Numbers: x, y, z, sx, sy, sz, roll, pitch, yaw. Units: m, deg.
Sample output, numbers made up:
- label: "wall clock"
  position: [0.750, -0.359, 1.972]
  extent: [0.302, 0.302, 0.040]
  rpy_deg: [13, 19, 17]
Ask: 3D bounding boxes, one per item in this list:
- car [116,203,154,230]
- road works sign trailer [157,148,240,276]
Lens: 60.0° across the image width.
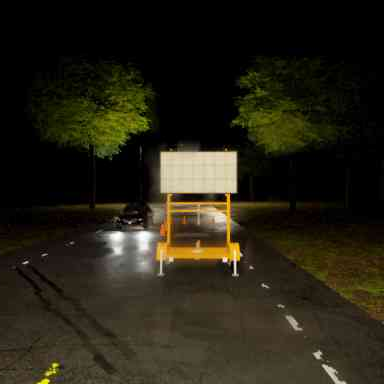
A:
- label: "car"
  position: [-3.528, 1.497, 21.249]
  extent: [1.837, 1.490, 4.892]
  rpy_deg: [0, 0, 0]
- label: "road works sign trailer"
  position: [0.206, 0.459, 10.326]
  extent: [2.380, 3.560, 2.880]
  rpy_deg: [0, 0, 2]
